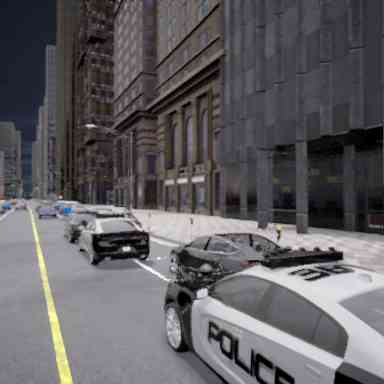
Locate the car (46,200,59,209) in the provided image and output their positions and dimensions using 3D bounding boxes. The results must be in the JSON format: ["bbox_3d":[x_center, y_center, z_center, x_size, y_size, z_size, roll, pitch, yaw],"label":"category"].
[{"bbox_3d":[-29.304,2.558,69.889,2.192,1.841,5.009,0,-1,-26],"label":"car"}]

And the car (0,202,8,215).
[{"bbox_3d":[-26.883,2.404,45.743,1.802,1.307,4.206,0,-1,-26],"label":"car"}]

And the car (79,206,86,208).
[{"bbox_3d":[-6.670,1.860,24.082,1.967,1.590,4.097,0,-1,-26],"label":"car"}]

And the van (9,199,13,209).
[{"bbox_3d":[-34.428,2.439,61.015,1.690,1.788,3.998,0,-1,-26],"label":"van"}]

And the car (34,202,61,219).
[{"bbox_3d":[-16.356,2.211,37.528,2.033,1.411,5.357,0,-1,-26],"label":"car"}]

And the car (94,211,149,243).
[{"bbox_3d":[-4.155,1.880,18.991,2.008,1.369,4.403,0,-1,-26],"label":"car"}]

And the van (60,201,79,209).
[{"bbox_3d":[-14.215,2.032,39.353,1.690,1.788,3.998,0,-1,-26],"label":"van"}]

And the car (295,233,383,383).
[{"bbox_3d":[3.389,1.501,3.725,1.967,1.590,4.097,0,-1,-26],"label":"car"}]

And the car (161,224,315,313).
[{"bbox_3d":[0.875,1.716,8.812,1.947,1.339,4.313,0,-1,-26],"label":"car"}]

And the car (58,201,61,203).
[{"bbox_3d":[-16.729,2.327,44.439,1.887,1.381,4.507,0,-1,-26],"label":"car"}]

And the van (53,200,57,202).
[{"bbox_3d":[-19.245,2.215,49.531,1.690,1.788,3.998,0,-1,-26],"label":"van"}]

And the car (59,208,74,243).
[{"bbox_3d":[-5.892,1.824,18.160,1.837,1.490,4.892,0,-1,-26],"label":"car"}]

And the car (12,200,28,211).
[{"bbox_3d":[-30.470,2.586,59.242,1.812,1.442,4.674,0,-1,-26],"label":"car"}]

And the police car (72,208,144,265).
[{"bbox_3d":[-3.225,1.651,12.909,1.930,1.638,5.238,0,-1,-26],"label":"police car"}]

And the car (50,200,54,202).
[{"bbox_3d":[-24.274,2.498,59.708,1.967,1.590,4.097,0,-1,-26],"label":"car"}]

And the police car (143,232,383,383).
[{"bbox_3d":[1.204,1.493,3.945,1.930,1.638,5.238,0,-1,-26],"label":"police car"}]

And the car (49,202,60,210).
[{"bbox_3d":[-26.788,2.733,64.796,1.802,1.307,4.206,0,-1,-26],"label":"car"}]

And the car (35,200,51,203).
[{"bbox_3d":[-23.428,2.424,51.764,1.837,1.490,4.892,0,-1,-26],"label":"car"}]

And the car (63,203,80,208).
[{"bbox_3d":[-11.700,2.151,34.260,2.008,1.369,4.403,0,-1,-26],"label":"car"}]

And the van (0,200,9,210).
[{"bbox_3d":[-29.398,2.255,50.836,1.690,1.788,3.998,0,-1,-26],"label":"van"}]
